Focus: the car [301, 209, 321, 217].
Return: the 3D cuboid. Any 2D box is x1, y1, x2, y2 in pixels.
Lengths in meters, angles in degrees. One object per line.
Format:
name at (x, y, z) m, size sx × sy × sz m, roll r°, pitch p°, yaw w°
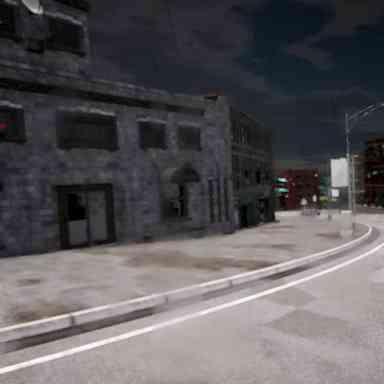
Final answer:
car at (21.408, 3.721, 60.160) m, size 2.033 × 1.411 × 5.357 m, roll -3°, pitch -3°, yaw -2°
